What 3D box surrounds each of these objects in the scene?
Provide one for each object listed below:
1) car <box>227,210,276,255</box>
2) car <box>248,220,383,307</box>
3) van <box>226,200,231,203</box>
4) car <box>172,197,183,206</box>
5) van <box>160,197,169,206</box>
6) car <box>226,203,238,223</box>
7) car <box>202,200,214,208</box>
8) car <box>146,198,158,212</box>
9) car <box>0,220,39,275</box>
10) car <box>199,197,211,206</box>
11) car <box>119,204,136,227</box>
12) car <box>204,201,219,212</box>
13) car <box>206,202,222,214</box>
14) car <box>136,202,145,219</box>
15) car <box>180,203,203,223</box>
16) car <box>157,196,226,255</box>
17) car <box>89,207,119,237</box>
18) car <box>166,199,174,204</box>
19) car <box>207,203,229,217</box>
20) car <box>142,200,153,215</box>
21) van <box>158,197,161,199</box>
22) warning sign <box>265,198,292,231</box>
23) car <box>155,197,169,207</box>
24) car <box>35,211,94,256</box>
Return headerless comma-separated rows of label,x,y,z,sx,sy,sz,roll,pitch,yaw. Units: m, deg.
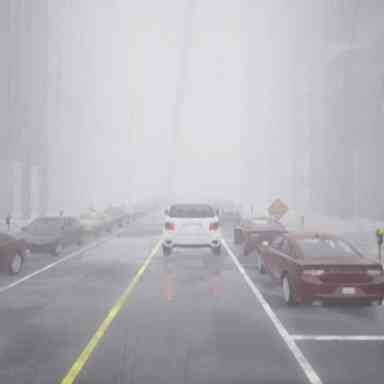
car,2.756,1.674,13.721,1.887,1.381,4.507,0,-1,0
car,2.758,1.621,8.085,1.887,1.381,4.507,0,-1,0
van,2.747,1.634,30.631,1.690,1.788,3.998,0,-1,0
car,-3.031,2.073,71.812,2.097,1.767,4.553,0,-1,0
van,-5.795,2.041,70.064,1.690,1.788,3.998,0,-1,0
car,2.750,1.788,24.993,2.008,1.369,4.403,0,-1,0
car,2.735,2.126,58.809,1.887,1.381,4.507,0,-1,0
car,-5.782,1.846,41.883,1.967,1.590,4.097,0,-1,0
car,-5.767,1.621,8.064,1.887,1.381,4.507,0,-1,0
car,2.730,2.016,70.083,2.192,1.841,5.009,0,-1,0
car,-5.774,1.803,24.972,1.947,1.339,4.313,0,-1,0
car,2.740,2.015,47.537,2.008,1.369,4.403,0,-1,0
car,2.743,1.988,41.901,1.802,1.307,4.206,0,-1,0
car,-5.777,1.874,30.609,1.802,1.307,4.206,0,-1,0
car,-0.008,1.787,29.293,1.837,1.490,4.892,0,0,0
car,-0.005,1.348,14.020,2.150,2.045,5.566,0,0,0
car,-5.772,1.706,19.166,1.752,1.417,4.829,0,-1,0
car,-5.802,2.430,86.971,1.887,1.381,4.507,0,-1,0
car,2.745,1.900,36.265,2.008,1.369,4.403,0,-1,0
car,-5.780,1.914,36.245,1.947,1.339,4.313,0,-1,0
van,-5.785,1.805,47.520,1.690,1.788,3.998,0,-1,0
warning sign,5.061,1.300,19.581,1.300,1.860,1.060,0,0,0
car,-5.793,1.955,64.428,2.192,1.841,5.009,0,-1,0
car,-5.769,1.695,13.700,1.947,1.339,4.313,0,-1,0
